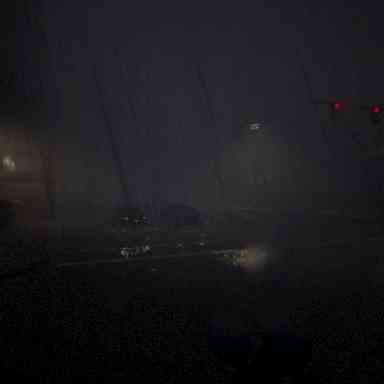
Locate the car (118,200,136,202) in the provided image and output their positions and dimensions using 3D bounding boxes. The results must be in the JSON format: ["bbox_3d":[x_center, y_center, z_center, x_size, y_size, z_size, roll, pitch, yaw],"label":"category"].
[{"bbox_3d":[-9.730,1.958,46.914,2.033,1.411,5.357,-1,0,-21],"label":"car"}]

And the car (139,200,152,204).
[{"bbox_3d":[-7.339,1.926,50.669,1.812,1.442,4.674,-1,0,-20],"label":"car"}]

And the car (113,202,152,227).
[{"bbox_3d":[-4.638,1.716,24.601,1.837,1.490,4.892,-1,0,-22],"label":"car"}]

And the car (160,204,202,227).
[{"bbox_3d":[-0.888,1.640,24.646,1.882,1.535,5.008,-1,0,-22],"label":"car"}]

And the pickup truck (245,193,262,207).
[{"bbox_3d":[9.665,1.246,52.752,2.390,2.098,6.274,-1,0,9],"label":"pickup truck"}]

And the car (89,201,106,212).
[{"bbox_3d":[-12.924,1.969,45.475,1.812,1.442,4.674,-1,-1,-21],"label":"car"}]

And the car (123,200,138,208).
[{"bbox_3d":[-11.168,2.108,60.132,1.895,1.301,4.718,-1,0,-22],"label":"car"}]
